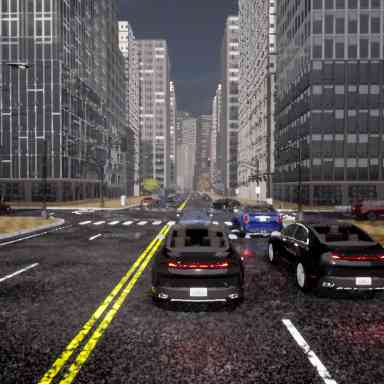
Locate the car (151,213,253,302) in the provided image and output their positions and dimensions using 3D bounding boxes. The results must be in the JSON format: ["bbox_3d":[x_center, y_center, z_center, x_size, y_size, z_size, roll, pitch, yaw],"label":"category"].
[{"bbox_3d":[0.119,1.501,8.239,1.837,1.490,4.892,0,0,0],"label":"car"}]

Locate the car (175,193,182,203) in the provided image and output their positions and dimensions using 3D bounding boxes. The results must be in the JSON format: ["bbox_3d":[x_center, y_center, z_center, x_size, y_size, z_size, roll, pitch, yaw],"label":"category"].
[{"bbox_3d":[-3.184,1.460,57.609,1.837,1.490,4.892,0,0,0],"label":"car"}]

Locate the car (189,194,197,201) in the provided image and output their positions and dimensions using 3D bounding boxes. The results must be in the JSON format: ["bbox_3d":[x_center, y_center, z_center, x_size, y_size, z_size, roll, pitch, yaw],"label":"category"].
[{"bbox_3d":[0.209,1.449,80.180,1.812,1.442,4.674,0,0,0],"label":"car"}]

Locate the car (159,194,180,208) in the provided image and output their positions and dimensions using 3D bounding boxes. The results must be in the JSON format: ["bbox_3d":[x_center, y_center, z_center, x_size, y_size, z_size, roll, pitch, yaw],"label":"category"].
[{"bbox_3d":[-3.215,1.470,48.270,1.837,1.490,4.892,0,0,0],"label":"car"}]

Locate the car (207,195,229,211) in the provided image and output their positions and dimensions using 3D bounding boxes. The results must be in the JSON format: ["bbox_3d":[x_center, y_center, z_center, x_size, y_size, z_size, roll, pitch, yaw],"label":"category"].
[{"bbox_3d":[4.009,1.454,40.051,1.837,1.490,4.892,-3,1,-23],"label":"car"}]

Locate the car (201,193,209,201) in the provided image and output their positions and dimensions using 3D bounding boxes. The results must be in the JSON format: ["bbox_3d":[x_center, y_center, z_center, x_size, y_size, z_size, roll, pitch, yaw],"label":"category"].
[{"bbox_3d":[3.457,1.396,79.328,1.882,1.535,5.008,0,0,0],"label":"car"}]

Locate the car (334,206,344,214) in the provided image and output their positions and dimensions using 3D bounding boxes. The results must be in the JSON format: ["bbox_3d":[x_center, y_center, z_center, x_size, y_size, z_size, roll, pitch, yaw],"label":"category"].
[{"bbox_3d":[17.239,1.719,34.272,4.718,1.301,1.895,0,1,1],"label":"car"}]

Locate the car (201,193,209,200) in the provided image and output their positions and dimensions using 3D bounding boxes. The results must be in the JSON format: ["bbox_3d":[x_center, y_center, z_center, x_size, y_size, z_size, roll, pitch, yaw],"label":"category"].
[{"bbox_3d":[3.484,1.097,89.717,2.097,1.767,4.553,0,0,0],"label":"car"}]

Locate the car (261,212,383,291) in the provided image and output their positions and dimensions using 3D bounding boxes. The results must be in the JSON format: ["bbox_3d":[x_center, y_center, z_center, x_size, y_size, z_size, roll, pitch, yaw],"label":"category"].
[{"bbox_3d":[3.373,1.500,8.946,1.837,1.490,4.892,0,0,0],"label":"car"}]

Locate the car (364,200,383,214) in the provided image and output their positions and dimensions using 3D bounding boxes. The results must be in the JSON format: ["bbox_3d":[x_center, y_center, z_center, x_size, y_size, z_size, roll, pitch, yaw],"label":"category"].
[{"bbox_3d":[21.905,1.643,36.779,4.829,1.417,1.752,1,0,1],"label":"car"}]

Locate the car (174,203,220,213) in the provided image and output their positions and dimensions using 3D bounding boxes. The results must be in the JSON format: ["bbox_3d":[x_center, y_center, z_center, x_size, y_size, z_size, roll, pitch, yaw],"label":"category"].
[{"bbox_3d":[0.146,1.538,17.794,2.033,1.411,5.357,0,0,0],"label":"car"}]

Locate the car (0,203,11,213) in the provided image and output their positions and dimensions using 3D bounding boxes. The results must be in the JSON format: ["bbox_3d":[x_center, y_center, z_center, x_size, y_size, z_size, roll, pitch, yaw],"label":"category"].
[{"bbox_3d":[-20.031,1.315,31.790,5.008,1.535,1.882,1,1,1],"label":"car"}]

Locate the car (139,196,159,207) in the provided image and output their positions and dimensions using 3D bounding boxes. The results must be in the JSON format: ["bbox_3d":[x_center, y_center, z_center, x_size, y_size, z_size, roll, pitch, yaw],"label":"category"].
[{"bbox_3d":[-6.460,1.491,49.043,1.812,1.442,4.674,0,0,2],"label":"car"}]

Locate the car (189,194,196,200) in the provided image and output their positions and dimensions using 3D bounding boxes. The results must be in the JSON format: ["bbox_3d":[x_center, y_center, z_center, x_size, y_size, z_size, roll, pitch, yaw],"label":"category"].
[{"bbox_3d":[0.235,1.387,90.175,1.882,1.535,5.008,0,0,0],"label":"car"}]

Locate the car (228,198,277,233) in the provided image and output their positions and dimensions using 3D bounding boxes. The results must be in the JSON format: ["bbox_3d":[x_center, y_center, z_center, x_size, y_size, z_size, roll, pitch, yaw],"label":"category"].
[{"bbox_3d":[3.395,1.342,18.029,2.097,1.767,4.553,0,0,0],"label":"car"}]

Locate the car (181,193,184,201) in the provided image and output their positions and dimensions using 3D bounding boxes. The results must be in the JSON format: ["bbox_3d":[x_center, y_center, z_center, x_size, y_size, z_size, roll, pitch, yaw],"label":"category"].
[{"bbox_3d":[-3.099,1.468,67.430,1.812,1.442,4.674,0,0,1],"label":"car"}]

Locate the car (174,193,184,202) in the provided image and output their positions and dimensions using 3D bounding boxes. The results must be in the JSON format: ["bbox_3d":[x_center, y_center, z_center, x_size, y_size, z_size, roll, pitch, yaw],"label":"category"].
[{"bbox_3d":[-3.048,1.154,77.882,2.150,2.045,5.566,0,0,0],"label":"car"}]

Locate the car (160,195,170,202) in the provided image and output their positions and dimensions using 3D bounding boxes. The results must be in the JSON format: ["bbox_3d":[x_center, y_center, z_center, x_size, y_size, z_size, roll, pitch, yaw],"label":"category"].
[{"bbox_3d":[-6.298,1.453,77.922,1.812,1.442,4.674,0,0,0],"label":"car"}]

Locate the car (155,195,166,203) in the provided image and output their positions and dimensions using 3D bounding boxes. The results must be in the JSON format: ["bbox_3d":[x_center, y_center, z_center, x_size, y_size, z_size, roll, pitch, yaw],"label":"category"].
[{"bbox_3d":[-6.343,1.420,67.651,1.882,1.535,5.008,0,0,0],"label":"car"}]

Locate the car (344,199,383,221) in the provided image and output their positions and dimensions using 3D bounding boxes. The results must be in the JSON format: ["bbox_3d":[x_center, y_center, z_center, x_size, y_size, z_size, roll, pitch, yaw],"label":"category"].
[{"bbox_3d":[16.275,1.519,28.507,5.009,1.841,2.192,1,0,1],"label":"car"}]
